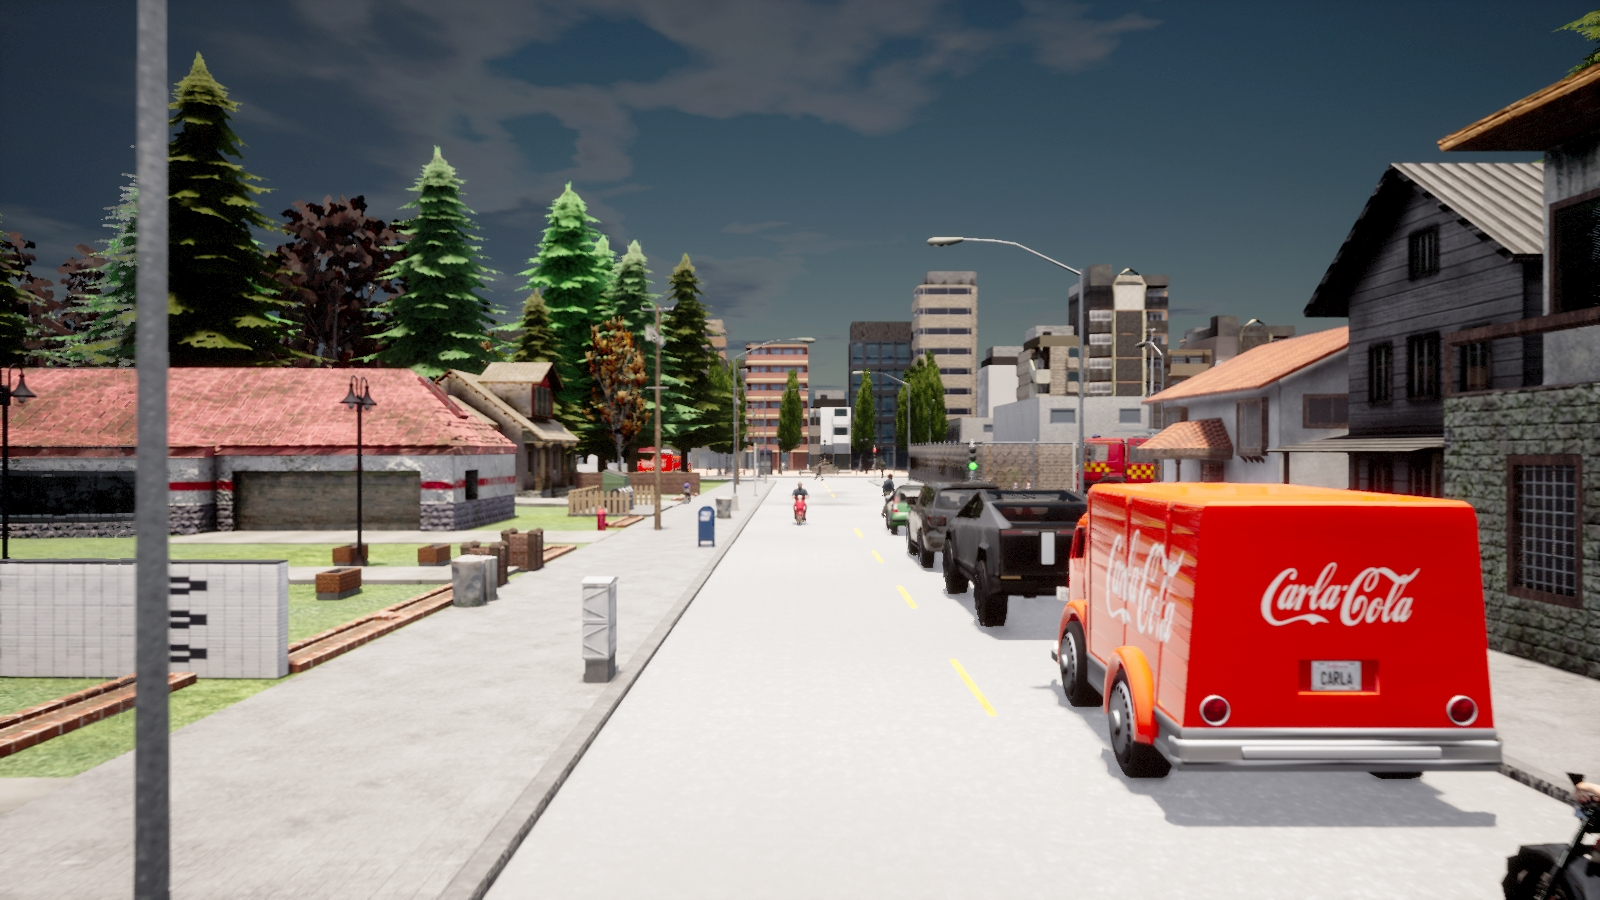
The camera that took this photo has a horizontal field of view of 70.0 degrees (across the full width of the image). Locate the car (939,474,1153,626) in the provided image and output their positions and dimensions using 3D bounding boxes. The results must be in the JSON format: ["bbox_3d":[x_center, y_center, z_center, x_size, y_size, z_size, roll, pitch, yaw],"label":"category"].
[{"bbox_3d":[3.986,1.533,19.877,2.390,2.098,6.274,0,0,0],"label":"car"}]

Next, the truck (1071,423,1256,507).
[{"bbox_3d":[17.940,0.669,56.685,8.468,3.827,2.891,1,1,19],"label":"truck"}]

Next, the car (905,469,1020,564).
[{"bbox_3d":[3.966,1.561,28.860,2.150,2.045,5.566,0,0,0],"label":"car"}]

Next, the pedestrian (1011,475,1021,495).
[{"bbox_3d":[11.720,1.896,62.049,0.500,1.100,0.500,0,0,13],"label":"pedestrian"}]

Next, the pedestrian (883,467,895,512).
[{"bbox_3d":[3.698,1.629,47.486,0.375,1.860,0.375,0,0,-27],"label":"pedestrian"}]

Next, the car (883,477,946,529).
[{"bbox_3d":[3.886,1.780,39.390,1.851,1.617,3.988,0,0,1],"label":"car"}]

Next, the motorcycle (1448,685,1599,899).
[{"bbox_3d":[4.004,1.950,5.205,0.764,1.277,2.356,0,0,0],"label":"motorcycle"}]

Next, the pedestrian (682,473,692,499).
[{"bbox_3d":[-5.618,1.803,56.890,0.375,1.300,0.375,0,0,12],"label":"pedestrian"}]

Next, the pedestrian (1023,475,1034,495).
[{"bbox_3d":[12.401,1.895,61.989,0.500,1.100,0.500,0,0,3],"label":"pedestrian"}]

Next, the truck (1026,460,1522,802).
[{"bbox_3d":[3.995,1.348,10.991,2.627,2.467,5.204,0,0,0],"label":"truck"}]
